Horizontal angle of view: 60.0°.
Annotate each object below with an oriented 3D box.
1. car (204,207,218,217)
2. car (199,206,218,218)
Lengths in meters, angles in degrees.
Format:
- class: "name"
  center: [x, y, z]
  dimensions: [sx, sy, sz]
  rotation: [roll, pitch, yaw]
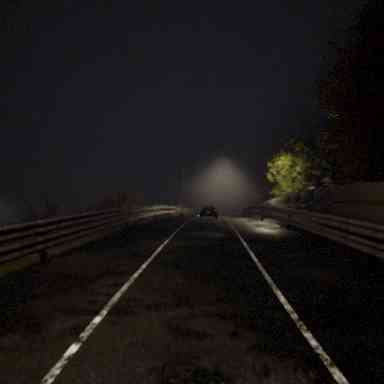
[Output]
- class: "car"
  center: [2.829, 2.935, 49.240]
  dimensions: [1.812, 1.442, 4.674]
  rotation: [0, -4, 6]
- class: "car"
  center: [1.892, 2.263, 37.627]
  dimensions: [1.994, 1.385, 4.181]
  rotation: [0, -3, 4]
